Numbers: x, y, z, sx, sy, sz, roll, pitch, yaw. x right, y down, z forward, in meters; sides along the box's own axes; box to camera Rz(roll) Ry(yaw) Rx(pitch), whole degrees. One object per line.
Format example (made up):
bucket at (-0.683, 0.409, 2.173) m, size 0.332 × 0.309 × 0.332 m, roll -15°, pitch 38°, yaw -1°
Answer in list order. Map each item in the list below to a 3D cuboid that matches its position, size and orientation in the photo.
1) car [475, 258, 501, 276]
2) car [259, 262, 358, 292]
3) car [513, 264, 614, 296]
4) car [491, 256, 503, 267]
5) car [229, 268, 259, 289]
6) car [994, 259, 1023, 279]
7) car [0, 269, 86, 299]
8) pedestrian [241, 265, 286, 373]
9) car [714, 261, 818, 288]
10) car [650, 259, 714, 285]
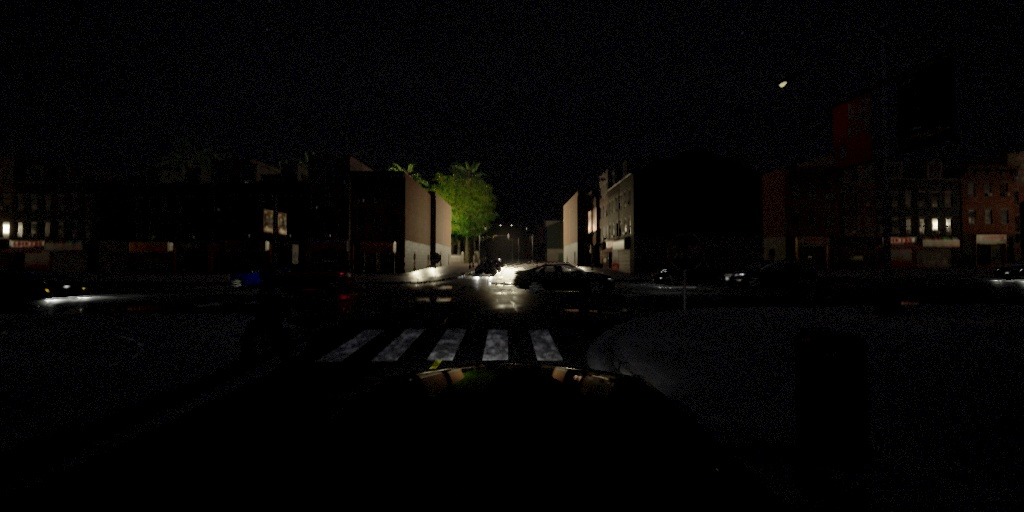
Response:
car at (-2.610, 1.212, 36.570) m, size 2.033 × 1.411 × 5.357 m, roll 0°, pitch 0°, yaw 2°
car at (-11.604, 1.163, 20.938) m, size 4.553 × 1.767 × 2.097 m, roll 0°, pitch -1°, yaw 0°
car at (2.495, 1.122, 17.627) m, size 4.902 × 1.511 × 2.128 m, roll -1°, pitch -1°, yaw -1°
car at (-2.577, 0.990, 46.516) m, size 2.097 × 1.767 × 4.553 m, roll 0°, pitch 0°, yaw 0°
car at (-16.180, 1.364, 24.143) m, size 5.008 × 1.535 × 1.882 m, roll 0°, pitch -1°, yaw -1°
car at (36.301, 0.840, 24.635) m, size 4.674 × 1.442 × 1.812 m, roll -1°, pitch -1°, yaw -1°
car at (-23.586, 1.300, 17.375) m, size 4.181 × 1.385 × 1.994 m, roll 0°, pitch -1°, yaw -1°
pedestrian at (-4.195, 1.036, 6.091) m, size 0.375 × 1.860 × 0.375 m, roll 1°, pitch -1°, yaw 0°
car at (15.172, 1.035, 21.199) m, size 4.902 × 1.511 × 2.128 m, roll -1°, pitch -1°, yaw -1°
car at (11.878, 1.003, 24.438) m, size 4.553 × 1.767 × 2.097 m, roll -1°, pitch -1°, yaw 0°
